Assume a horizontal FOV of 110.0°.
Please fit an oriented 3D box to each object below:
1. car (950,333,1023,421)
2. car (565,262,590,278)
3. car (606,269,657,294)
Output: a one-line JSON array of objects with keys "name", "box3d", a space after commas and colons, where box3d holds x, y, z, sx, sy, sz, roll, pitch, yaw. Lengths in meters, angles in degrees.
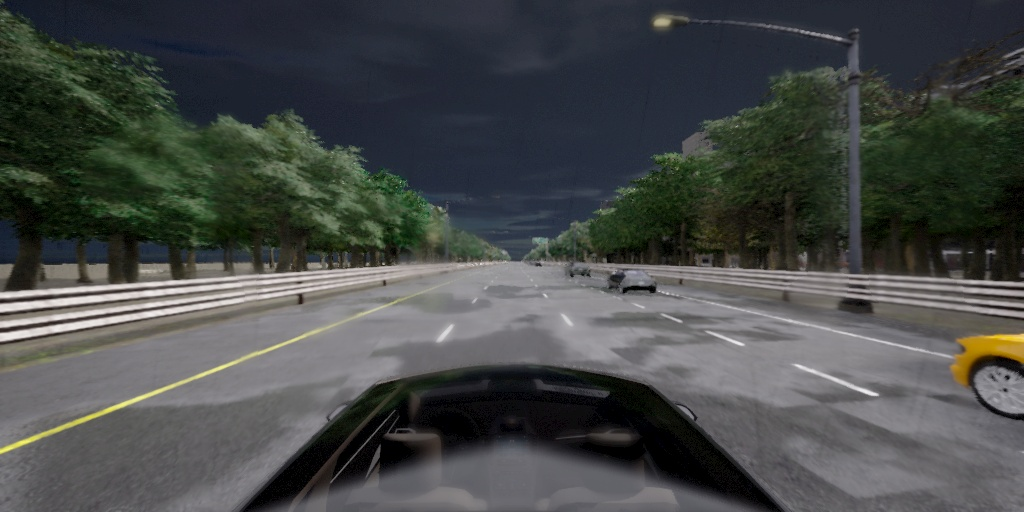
[{"name": "car", "box3d": [7.000, 1.236, 2.819, 1.882, 1.535, 5.008, 0, 0, 0]}, {"name": "car", "box3d": [7.083, 1.412, 39.208, 2.097, 1.767, 4.553, 0, -1, 0]}, {"name": "car", "box3d": [7.025, 1.435, 21.478, 1.994, 1.385, 4.181, 0, -1, 0]}]
